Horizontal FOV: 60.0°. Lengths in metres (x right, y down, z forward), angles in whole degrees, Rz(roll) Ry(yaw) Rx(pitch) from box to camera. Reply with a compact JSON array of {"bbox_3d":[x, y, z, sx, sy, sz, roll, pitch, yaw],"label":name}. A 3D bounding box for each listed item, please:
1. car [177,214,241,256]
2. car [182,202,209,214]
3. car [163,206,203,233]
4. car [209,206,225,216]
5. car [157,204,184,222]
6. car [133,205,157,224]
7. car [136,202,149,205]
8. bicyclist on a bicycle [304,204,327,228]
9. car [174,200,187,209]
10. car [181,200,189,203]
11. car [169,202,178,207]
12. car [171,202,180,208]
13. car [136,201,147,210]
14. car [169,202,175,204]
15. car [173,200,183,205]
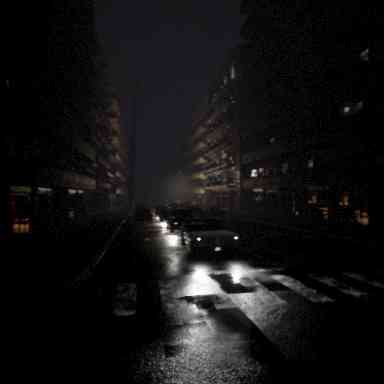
[{"bbox_3d":[0.652,1.884,14.689,1.895,1.301,4.718,-1,-1,-9],"label":"car"},{"bbox_3d":[0.265,2.262,38.209,1.812,1.442,4.674,-1,-1,-9],"label":"car"},{"bbox_3d":[-0.755,1.984,23.787,1.837,1.490,4.892,-1,-1,-9],"label":"car"},{"bbox_3d":[2.680,2.300,39.160,1.802,1.307,4.206,-2,-1,-9],"label":"car"},{"bbox_3d":[-2.260,2.251,33.601,1.994,1.385,4.181,-1,-1,-8],"label":"car"},{"bbox_3d":[-4.695,2.242,32.227,1.887,1.381,4.507,-2,-1,-9],"label":"car"},{"bbox_3d":[-7.266,2.574,48.849,1.752,1.417,4.829,-2,-1,-9],"label":"car"},{"bbox_3d":[8.290,1.617,22.363,1.656,1.620,0.582,-1,-1,-9],"label":"bicyclist on a bicycle"},{"bbox_3d":[-2.521,2.738,72.745,2.192,1.841,5.009,-2,-1,-9],"label":"car"},{"bbox_3d":[-1.656,2.622,67.147,2.192,1.841,5.009,-2,-1,-9],"label":"car"},{"bbox_3d":[-5.104,3.333,89.531,1.947,1.339,4.313,-2,-1,-9],"label":"car"},{"bbox_3d":[-4.245,3.198,83.935,1.887,1.381,4.507,-2,-1,-9],"label":"car"},{"bbox_3d":[-10.760,2.836,71.407,2.192,1.841,5.009,-2,-1,-9],"label":"car"},{"bbox_3d":[-3.847,2.455,44.043,2.033,1.411,5.357,-1,-1,-9],"label":"car"},{"bbox_3d":[-3.436,2.740,62.061,1.837,1.490,4.892,-1,-2,-9],"label":"car"}]
